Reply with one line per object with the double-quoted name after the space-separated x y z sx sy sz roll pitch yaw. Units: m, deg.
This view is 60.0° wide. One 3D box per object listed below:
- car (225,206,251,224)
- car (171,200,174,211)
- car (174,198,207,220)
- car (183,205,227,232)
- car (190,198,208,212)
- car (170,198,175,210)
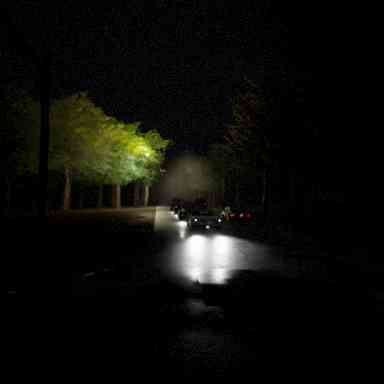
3.687 1.954 29.107 2.033 1.411 5.357 2 -1 -6 "car"
-1.174 2.027 40.967 1.994 1.385 4.181 2 -1 -6 "car"
-0.205 1.676 31.062 2.097 1.767 4.553 2 -1 -6 "car"
0.713 1.811 22.003 1.895 1.301 4.718 2 -1 -6 "car"
1.016 2.048 53.879 2.150 2.045 5.566 2 -1 -6 "car"
-2.247 1.888 51.375 2.150 2.045 5.566 2 -2 -6 "car"
